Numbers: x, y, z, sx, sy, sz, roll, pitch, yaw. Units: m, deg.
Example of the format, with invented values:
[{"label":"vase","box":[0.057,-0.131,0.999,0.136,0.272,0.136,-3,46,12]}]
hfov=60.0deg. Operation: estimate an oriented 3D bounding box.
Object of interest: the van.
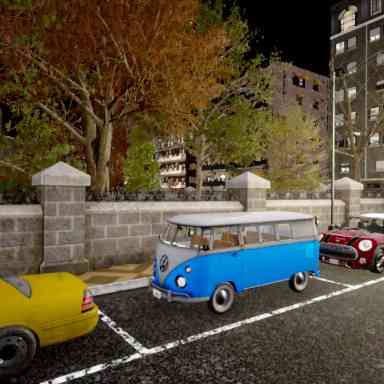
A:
[{"label":"van","box":[1.072,1.342,7.305,3.998,1.788,1.690,0,1,-35]}]

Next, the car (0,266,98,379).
[{"label":"car","box":[-3.641,1.525,3.952,4.829,1.417,1.752,0,1,-35]}]

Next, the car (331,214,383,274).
[{"label":"car","box":[5.643,1.442,10.563,4.097,1.590,1.967,0,1,-35]}]
